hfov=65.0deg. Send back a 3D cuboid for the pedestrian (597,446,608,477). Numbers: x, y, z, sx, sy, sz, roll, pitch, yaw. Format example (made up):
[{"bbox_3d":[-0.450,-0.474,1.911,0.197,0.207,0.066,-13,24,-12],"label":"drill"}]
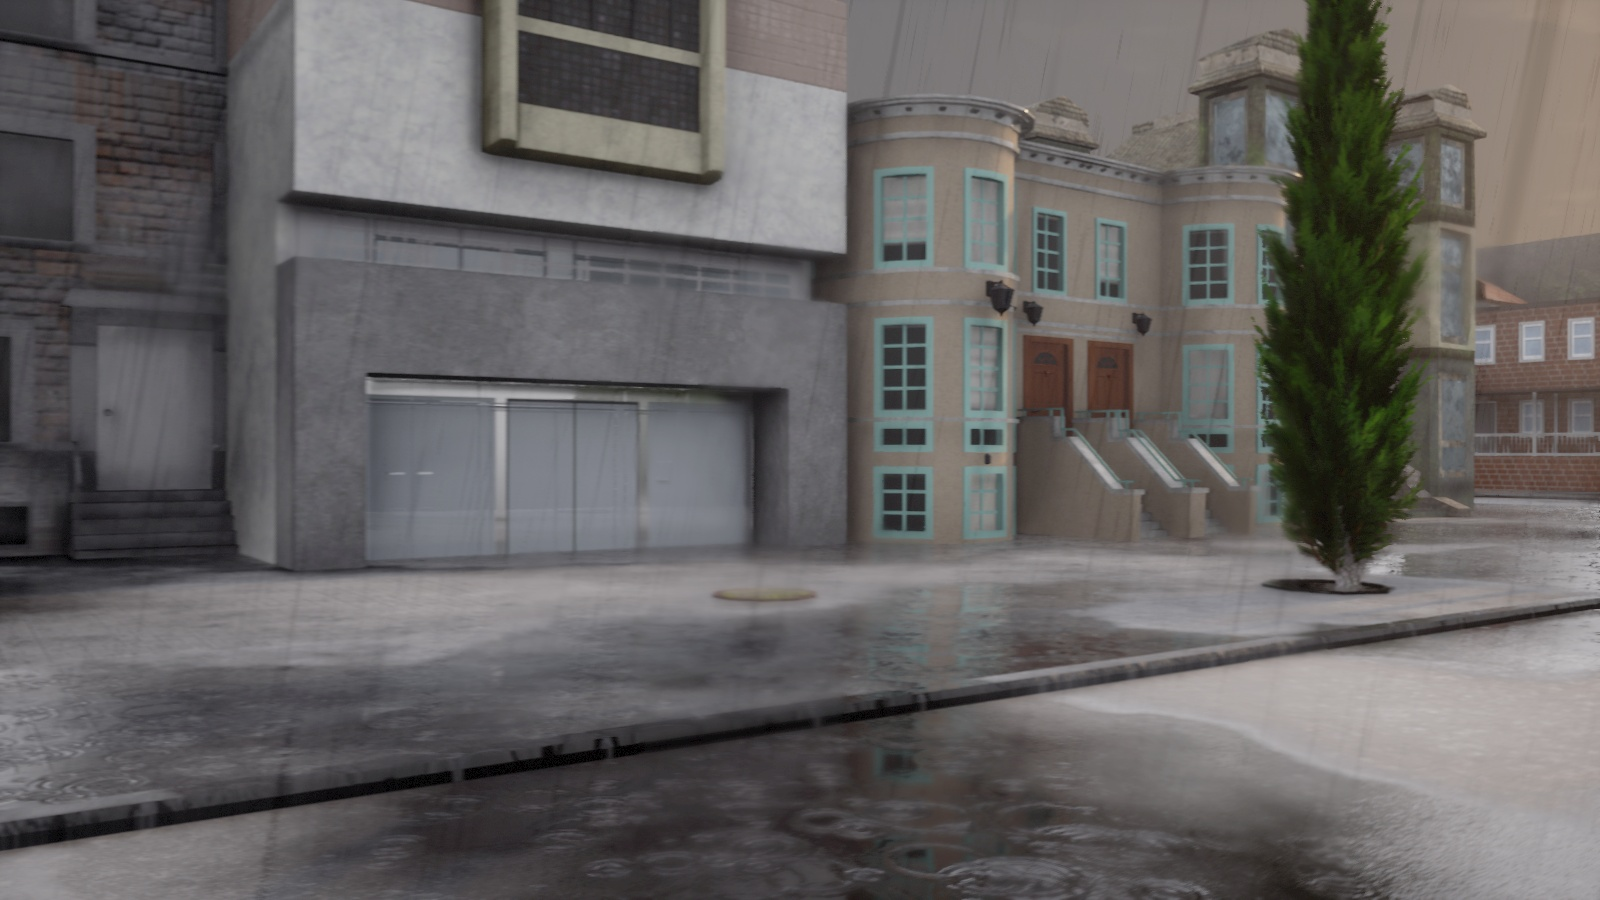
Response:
[{"bbox_3d":[-11.590,0.659,73.561,0.354,1.836,0.706,0,0,-37],"label":"pedestrian"}]
